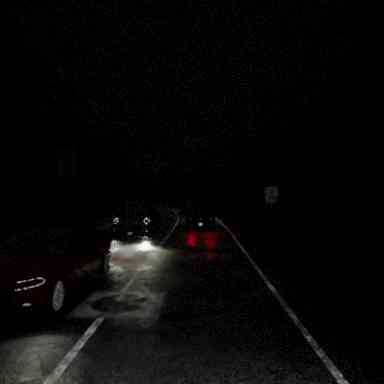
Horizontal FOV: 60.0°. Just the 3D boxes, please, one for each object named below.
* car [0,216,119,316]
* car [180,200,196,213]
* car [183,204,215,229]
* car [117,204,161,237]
[{"bbox_3d":[-3.384,1.531,7.924,1.882,1.535,5.008,0,-1,2],"label":"car"},{"bbox_3d":[-0.389,1.814,41.859,1.837,1.490,4.892,1,0,-6],"label":"car"},{"bbox_3d":[0.575,1.766,23.258,1.895,1.301,4.718,0,0,1],"label":"car"},{"bbox_3d":[-3.029,1.481,18.734,2.097,1.767,4.553,0,0,2],"label":"car"}]
